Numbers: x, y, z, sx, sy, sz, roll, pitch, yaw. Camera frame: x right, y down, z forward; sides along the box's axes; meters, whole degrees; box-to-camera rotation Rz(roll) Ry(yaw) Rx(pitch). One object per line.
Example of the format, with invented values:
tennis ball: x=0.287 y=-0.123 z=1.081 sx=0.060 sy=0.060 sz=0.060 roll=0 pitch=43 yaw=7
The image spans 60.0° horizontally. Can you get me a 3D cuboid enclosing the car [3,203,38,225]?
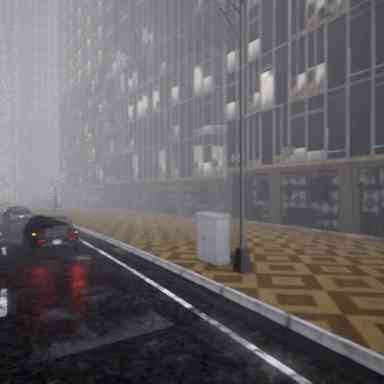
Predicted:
car: x=-13.890 y=1.821 z=26.637 sx=1.994 sy=1.385 sz=4.181 roll=0 pitch=0 yaw=-34

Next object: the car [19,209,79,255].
car: x=-6.027 y=1.651 z=14.028 sx=1.812 sy=1.442 sz=4.674 roll=0 pitch=0 yaw=-30

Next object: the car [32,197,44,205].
car: x=-34.465 y=2.165 z=77.357 sx=5.009 sy=1.841 sz=2.192 roll=0 pitch=0 yaw=-35
